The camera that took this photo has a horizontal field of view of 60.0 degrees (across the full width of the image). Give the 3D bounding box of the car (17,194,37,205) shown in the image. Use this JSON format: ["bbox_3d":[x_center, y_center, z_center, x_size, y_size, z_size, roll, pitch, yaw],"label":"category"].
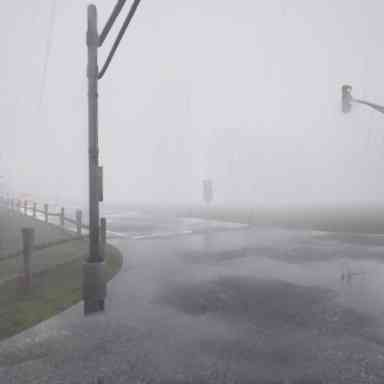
[{"bbox_3d":[-24.683,1.038,49.675,2.097,1.767,4.553,-1,1,-35],"label":"car"}]
